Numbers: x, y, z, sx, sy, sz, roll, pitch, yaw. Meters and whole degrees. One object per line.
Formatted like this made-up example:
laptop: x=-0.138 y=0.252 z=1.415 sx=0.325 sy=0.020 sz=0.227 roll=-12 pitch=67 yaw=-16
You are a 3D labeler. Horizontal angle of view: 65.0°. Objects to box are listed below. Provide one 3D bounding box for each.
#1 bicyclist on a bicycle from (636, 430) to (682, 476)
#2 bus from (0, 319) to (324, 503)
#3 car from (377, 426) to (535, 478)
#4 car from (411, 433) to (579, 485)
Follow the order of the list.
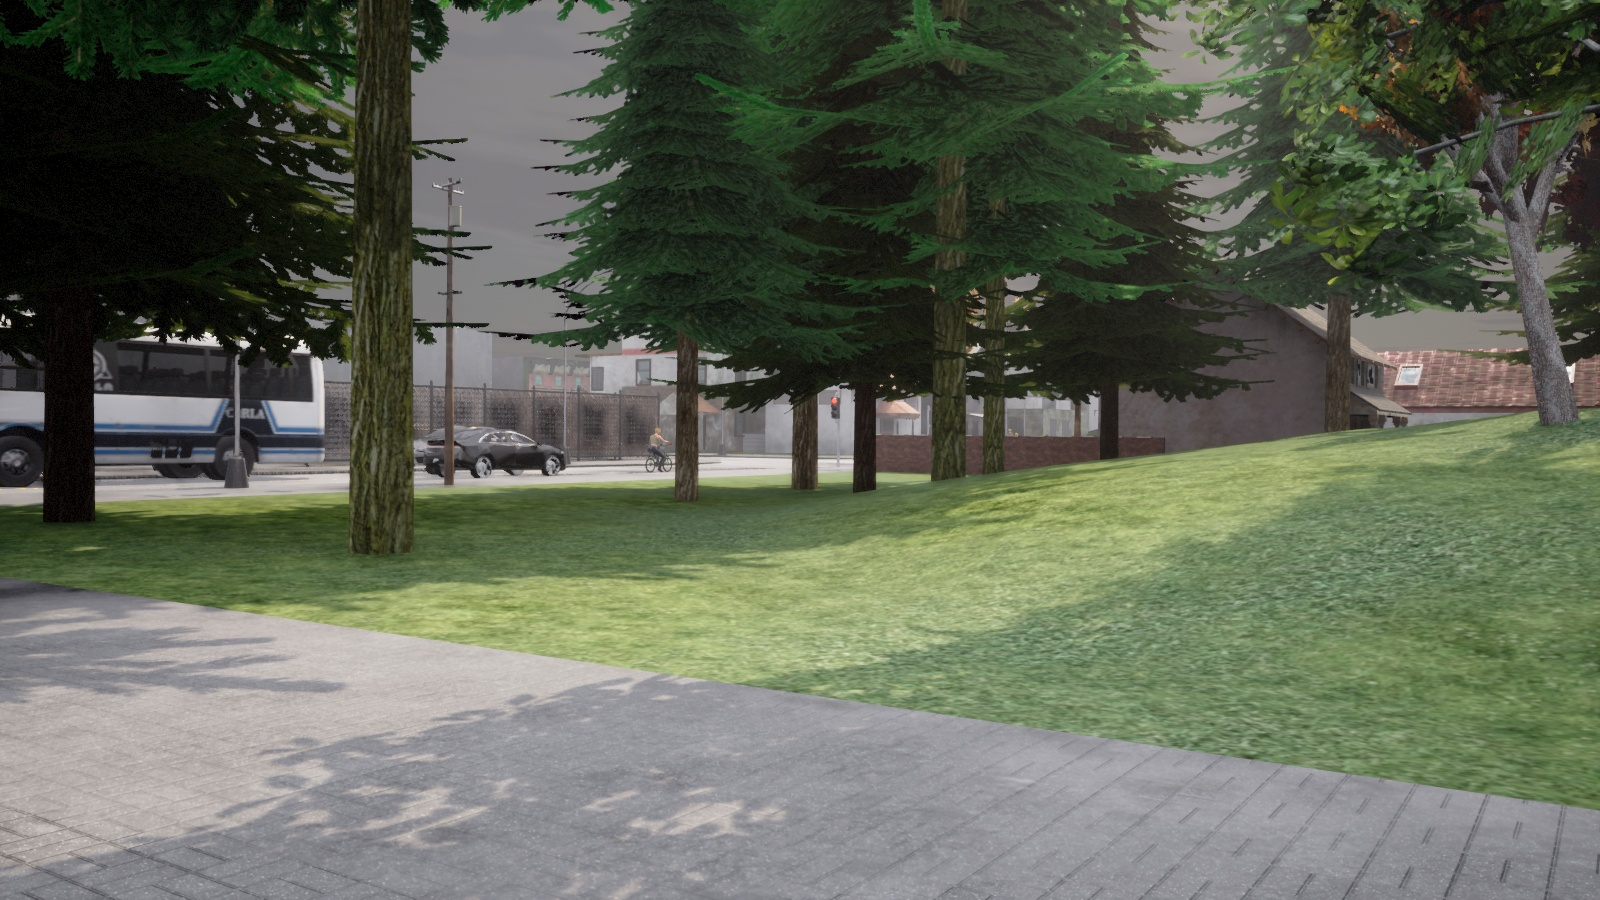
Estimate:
bicyclist on a bicycle: x=-5.094 y=0.094 z=45.400 sx=0.866 sy=1.612 sz=1.509 roll=0 pitch=1 yaw=33
bus: x=-18.178 y=-0.931 z=32.977 sx=3.944 sy=4.253 sz=10.273 roll=0 pitch=0 yaw=33
car: x=-11.631 y=0.031 z=42.807 sx=2.152 sy=1.651 sz=5.027 roll=0 pitch=1 yaw=34
car: x=-9.368 y=0.238 z=38.968 sx=2.128 sy=1.511 sz=4.902 roll=0 pitch=1 yaw=34
